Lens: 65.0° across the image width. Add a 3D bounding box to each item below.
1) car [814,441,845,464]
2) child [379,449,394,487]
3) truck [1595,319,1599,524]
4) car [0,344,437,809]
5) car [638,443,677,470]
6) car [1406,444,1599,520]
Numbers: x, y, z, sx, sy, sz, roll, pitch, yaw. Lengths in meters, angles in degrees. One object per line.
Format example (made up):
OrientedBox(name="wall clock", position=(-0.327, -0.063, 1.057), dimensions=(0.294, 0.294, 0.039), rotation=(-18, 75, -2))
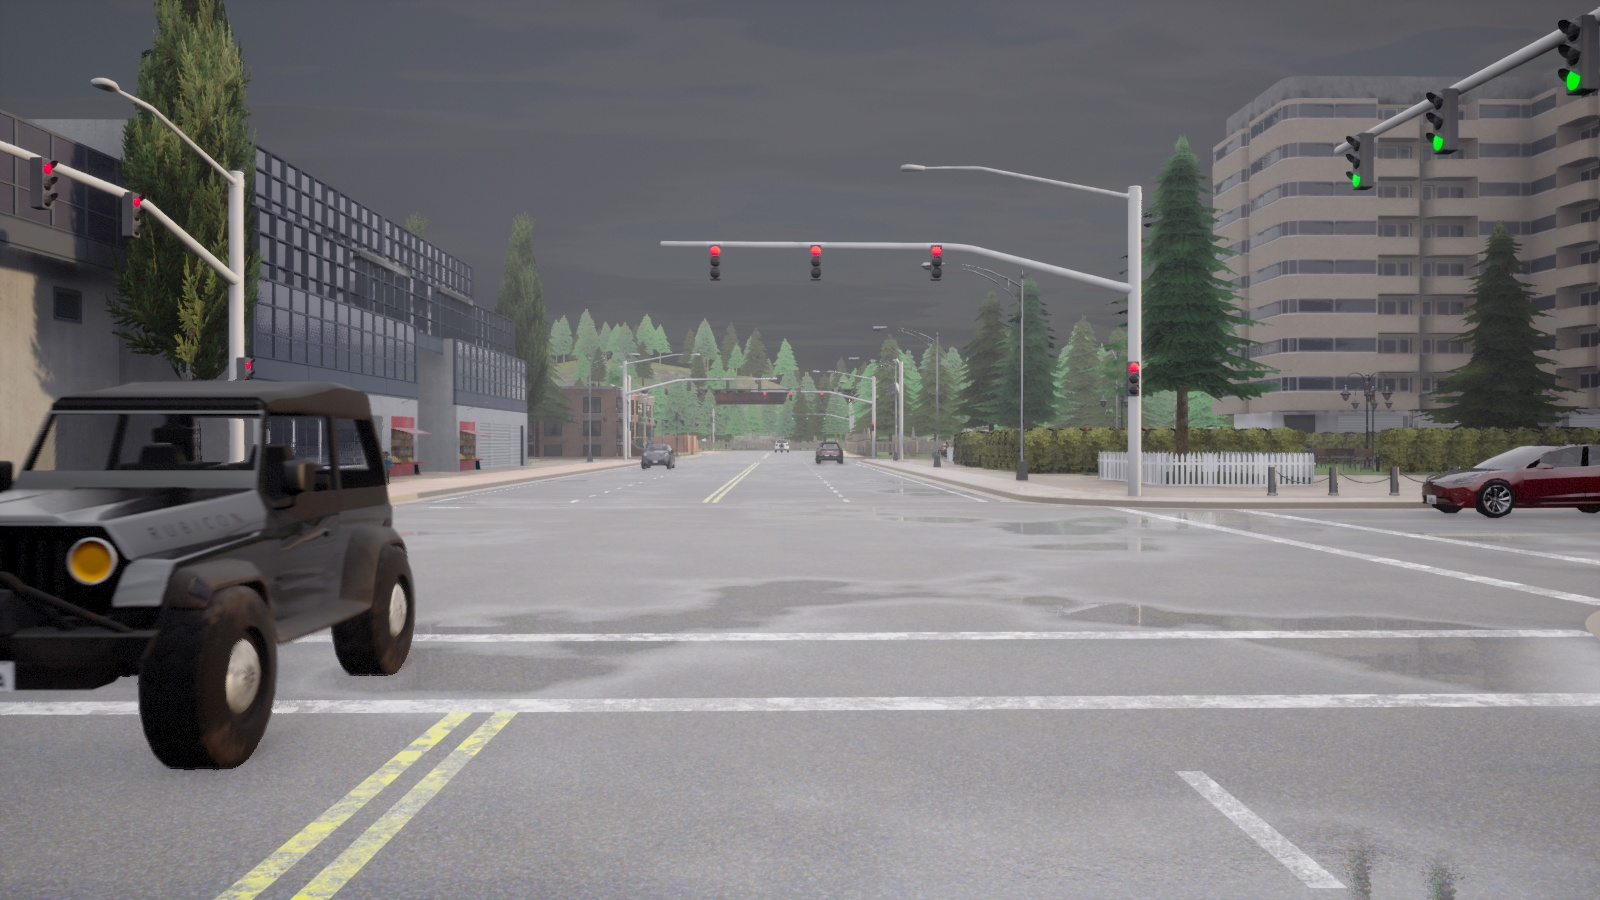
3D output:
OrientedBox(name="car", position=(2.115, 0.165, 90.991), dimensions=(2.033, 1.649, 4.856), rotation=(0, 0, -1))
OrientedBox(name="child", position=(-12.844, 0.554, 39.043), dimensions=(0.343, 1.192, 0.448), rotation=(0, 0, -3))
OrientedBox(name="truck", position=(19.204, -0.528, 22.210), dimensions=(8.468, 3.827, 2.891), rotation=(0, 0, -1))
OrientedBox(name="car", position=(-3.509, 0.500, 6.993), dimensions=(1.905, 1.878, 3.866), rotation=(0, 0, -1))
OrientedBox(name="car", position=(-8.119, 0.349, 71.803), dimensions=(1.845, 1.501, 3.633), rotation=(0, 0, -1))
OrientedBox(name="car", position=(15.302, 0.614, 25.652), dimensions=(4.792, 1.488, 2.163), rotation=(0, 0, -1))
